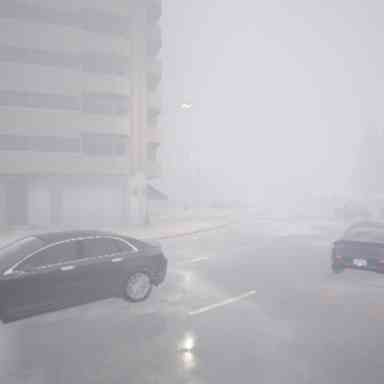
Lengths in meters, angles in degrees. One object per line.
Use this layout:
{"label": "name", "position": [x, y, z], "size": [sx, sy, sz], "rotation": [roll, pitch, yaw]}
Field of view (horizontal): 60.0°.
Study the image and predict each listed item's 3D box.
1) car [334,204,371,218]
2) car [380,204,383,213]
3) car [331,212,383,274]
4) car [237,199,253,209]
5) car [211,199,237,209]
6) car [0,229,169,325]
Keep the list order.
{"label": "car", "position": [13.987, 1.721, 29.319], "size": [1.895, 1.301, 4.718], "rotation": [0, 0, 9]}
{"label": "car", "position": [17.024, 1.311, 26.576], "size": [2.150, 2.045, 5.566], "rotation": [0, 0, 12]}
{"label": "car", "position": [5.594, 1.564, 9.952], "size": [1.812, 1.442, 4.674], "rotation": [0, 0, 40]}
{"label": "car", "position": [7.638, 1.780, 51.185], "size": [2.128, 1.511, 4.902], "rotation": [0, 0, -18]}
{"label": "car", "position": [4.325, 1.787, 50.048], "size": [2.128, 1.511, 4.902], "rotation": [0, 0, -18]}
{"label": "car", "position": [-2.740, 1.561, 6.637], "size": [4.892, 1.490, 1.837], "rotation": [0, 0, -40]}
